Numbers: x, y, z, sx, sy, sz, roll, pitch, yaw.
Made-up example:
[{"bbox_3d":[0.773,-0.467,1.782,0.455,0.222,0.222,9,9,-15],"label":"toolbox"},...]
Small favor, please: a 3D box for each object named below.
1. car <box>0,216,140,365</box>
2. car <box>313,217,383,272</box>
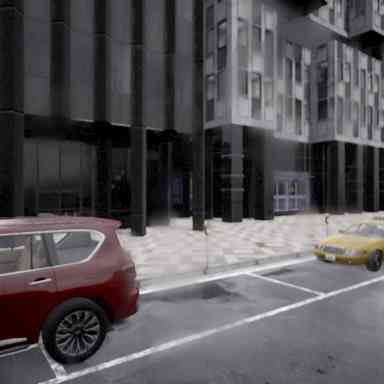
[{"bbox_3d":[-3.120,1.315,4.305,5.009,1.841,2.192,0,0,-35],"label":"car"},{"bbox_3d":[5.890,1.504,10.733,4.829,1.417,1.752,0,1,-34],"label":"car"}]
